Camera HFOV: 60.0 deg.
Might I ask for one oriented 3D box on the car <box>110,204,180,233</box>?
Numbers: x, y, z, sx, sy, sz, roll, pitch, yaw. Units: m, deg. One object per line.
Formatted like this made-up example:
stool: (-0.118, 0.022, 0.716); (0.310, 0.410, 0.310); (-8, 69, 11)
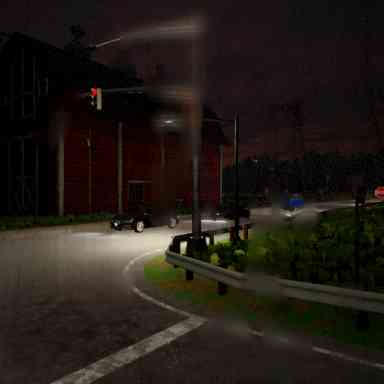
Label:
car: (-2.703, 1.533, 20.136); (1.837, 1.490, 4.892); (0, 0, 37)

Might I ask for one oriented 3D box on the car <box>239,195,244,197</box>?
car: (12.941, 1.552, 89.157); (1.784, 1.438, 3.905); (0, 0, 36)

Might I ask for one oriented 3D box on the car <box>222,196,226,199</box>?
car: (6.342, 1.537, 78.049); (1.816, 1.474, 4.193); (0, 0, 36)

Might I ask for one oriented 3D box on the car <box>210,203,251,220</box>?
car: (3.267, 1.592, 28.136); (1.994, 1.385, 4.181); (0, 0, 37)

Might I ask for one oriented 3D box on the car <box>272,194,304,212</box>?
car: (11.340, 1.250, 38.960); (2.150, 2.045, 5.566); (0, 0, 37)
